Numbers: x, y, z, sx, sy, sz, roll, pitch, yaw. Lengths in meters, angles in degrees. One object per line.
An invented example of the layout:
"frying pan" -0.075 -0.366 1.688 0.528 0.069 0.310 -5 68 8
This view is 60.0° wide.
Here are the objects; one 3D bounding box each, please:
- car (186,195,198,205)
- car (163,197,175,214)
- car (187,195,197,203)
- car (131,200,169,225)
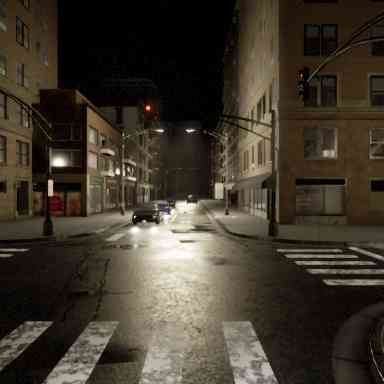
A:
"car" 0.022 1.453 59.253 2.128 1.511 4.902 0 0 0
"car" -3.145 1.546 34.437 1.994 1.385 4.181 0 0 0
"car" 0.007 1.445 69.617 2.128 1.511 4.902 0 0 0
"car" -3.132 1.538 24.521 2.033 1.411 5.357 0 0 0
